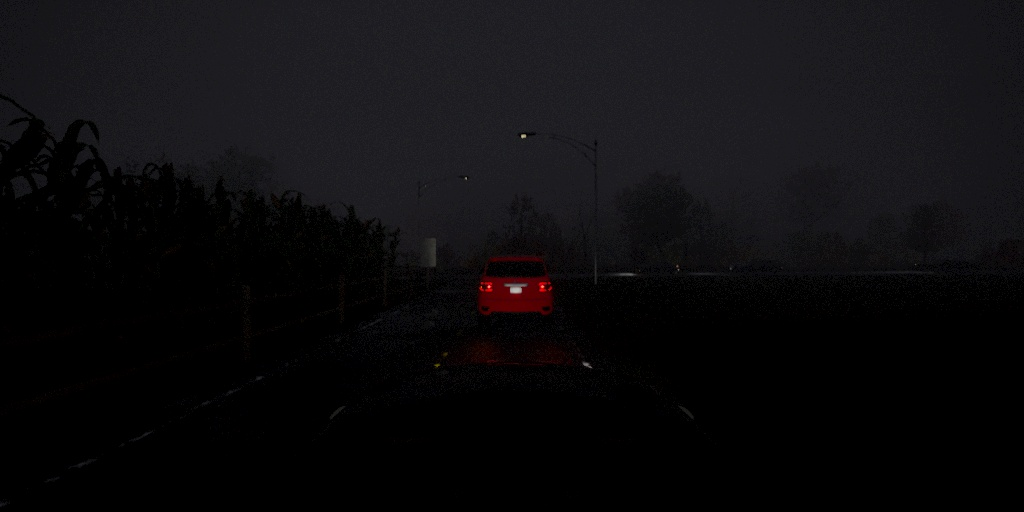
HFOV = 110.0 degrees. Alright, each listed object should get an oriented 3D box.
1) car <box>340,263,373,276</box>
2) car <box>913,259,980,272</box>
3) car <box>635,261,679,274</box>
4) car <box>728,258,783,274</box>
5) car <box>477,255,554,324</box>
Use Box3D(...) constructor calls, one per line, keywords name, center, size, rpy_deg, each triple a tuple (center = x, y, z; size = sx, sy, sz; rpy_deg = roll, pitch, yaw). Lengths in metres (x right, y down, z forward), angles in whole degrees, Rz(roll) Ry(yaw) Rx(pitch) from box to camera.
Box3D(name="car", center=(-15.452, 1.331, 34.289), size=(5.008, 1.535, 1.882), rpy_deg=(0, 0, 1))
Box3D(name="car", center=(44.078, 0.941, 36.493), size=(4.718, 1.301, 1.895), rpy_deg=(-1, 0, 1))
Box3D(name="car", center=(14.850, 1.160, 36.883), size=(4.181, 1.385, 1.994), rpy_deg=(0, 0, 1))
Box3D(name="car", center=(24.925, 1.001, 36.766), size=(4.902, 1.511, 2.128), rpy_deg=(-1, 0, 1))
Box3D(name="car", center=(0.099, 0.970, 12.038), size=(2.150, 2.045, 5.566), rpy_deg=(0, 0, 0))
